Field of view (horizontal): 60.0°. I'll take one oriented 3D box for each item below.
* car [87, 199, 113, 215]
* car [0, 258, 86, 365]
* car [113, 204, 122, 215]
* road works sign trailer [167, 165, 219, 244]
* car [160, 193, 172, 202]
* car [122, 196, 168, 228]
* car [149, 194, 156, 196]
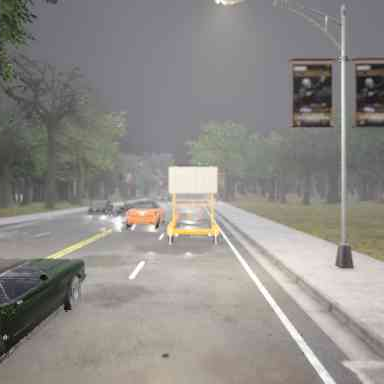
[{"bbox_3d":[-9.648,1.559,35.463,1.837,1.490,4.892,0,0,1],"label":"car"},{"bbox_3d":[-3.137,1.614,4.854,1.895,1.301,4.718,0,0,0],"label":"car"},{"bbox_3d":[-6.410,1.654,34.311,1.895,1.301,4.718,0,0,1],"label":"car"},{"bbox_3d":[0.054,0.499,15.895,2.380,3.560,2.880,0,0,0],"label":"road works sign trailer"},{"bbox_3d":[-5.797,1.223,74.625,2.150,2.045,5.566,0,0,1],"label":"car"},{"bbox_3d":[-3.050,1.396,22.574,2.097,1.767,4.553,0,0,0],"label":"car"},{"bbox_3d":[-9.024,1.328,75.993,2.097,1.767,4.553,0,0,1],"label":"car"}]
